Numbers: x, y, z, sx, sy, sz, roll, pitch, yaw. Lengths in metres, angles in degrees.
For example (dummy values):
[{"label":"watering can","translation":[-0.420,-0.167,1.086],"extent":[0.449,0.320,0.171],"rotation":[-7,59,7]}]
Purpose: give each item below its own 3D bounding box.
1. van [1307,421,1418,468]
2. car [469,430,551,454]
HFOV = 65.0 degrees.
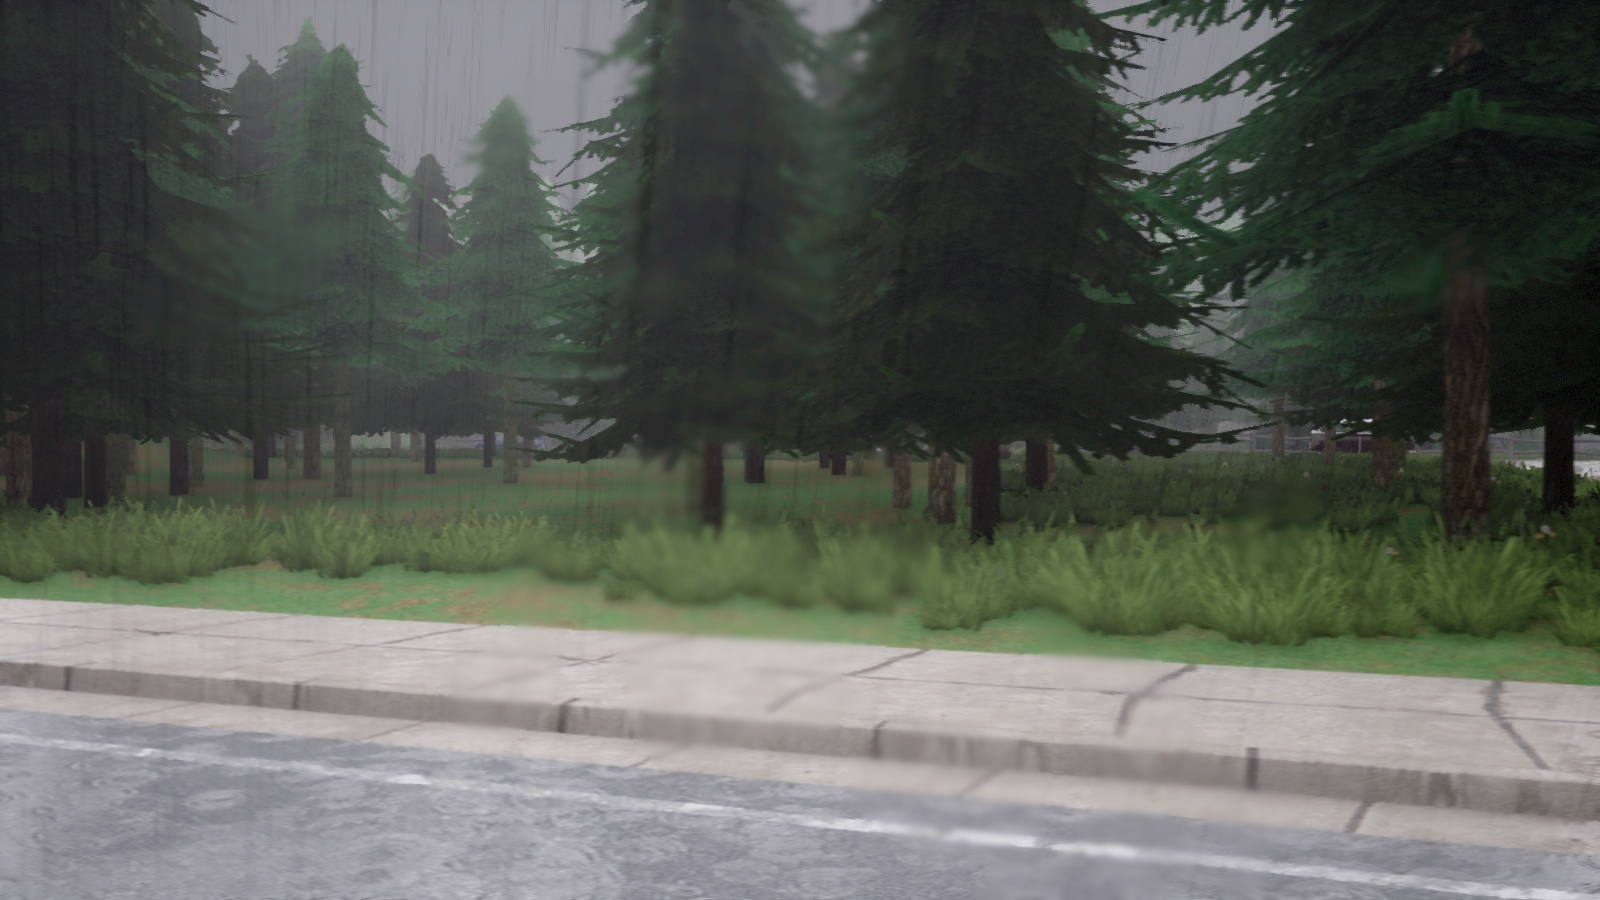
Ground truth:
[{"label":"van","translation":[25.389,-0.262,56.673],"extent":[4.480,2.038,2.069],"rotation":[1,1,26]},{"label":"car","translation":[-17.835,-0.520,77.309],"extent":[4.674,1.442,1.812],"rotation":[1,1,20]}]
